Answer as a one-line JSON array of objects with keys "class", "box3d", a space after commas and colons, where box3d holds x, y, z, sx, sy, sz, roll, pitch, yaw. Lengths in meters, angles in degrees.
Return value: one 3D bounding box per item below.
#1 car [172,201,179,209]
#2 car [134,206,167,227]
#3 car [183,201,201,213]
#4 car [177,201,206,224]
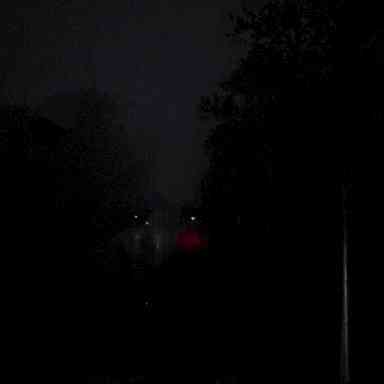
[{"class": "car", "box3d": [-2.831, 2.554, 65.670, 1.994, 1.385, 4.181, 0, -2, 1]}, {"class": "car", "box3d": [-2.889, 1.714, 23.632, 1.895, 1.301, 4.718, 0, -1, 0]}, {"class": "car", "box3d": [-0.029, 1.902, 42.887, 2.128, 1.511, 4.902, 0, -1, 0]}, {"class": "car", "box3d": [0.053, 1.639, 25.723, 1.837, 1.490, 4.892, 0, -1, 0]}]
